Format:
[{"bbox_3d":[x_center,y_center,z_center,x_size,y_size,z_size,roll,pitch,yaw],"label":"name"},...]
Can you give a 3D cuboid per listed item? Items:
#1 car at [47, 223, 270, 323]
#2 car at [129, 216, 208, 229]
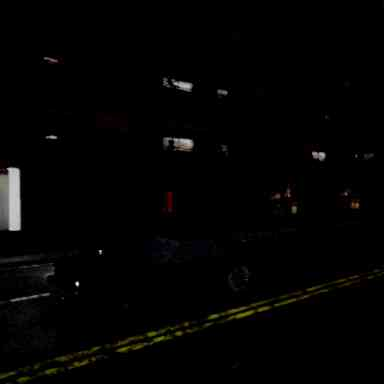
[{"bbox_3d":[-0.544,1.596,7.284,4.718,1.301,1.895,0,0,-35],"label":"car"},{"bbox_3d":[-0.830,1.541,11.072,5.357,1.411,2.033,0,0,-35],"label":"car"}]
